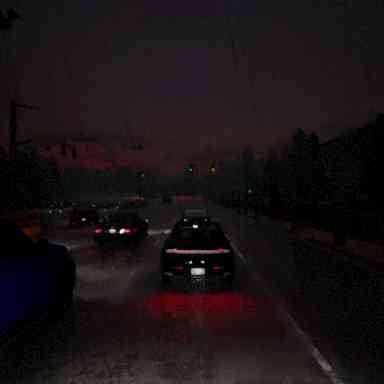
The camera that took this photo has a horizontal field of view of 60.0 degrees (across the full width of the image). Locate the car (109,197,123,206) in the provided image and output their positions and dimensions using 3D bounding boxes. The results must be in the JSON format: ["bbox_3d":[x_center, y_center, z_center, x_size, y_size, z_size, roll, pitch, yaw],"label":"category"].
[{"bbox_3d":[-17.049,2.098,75.140,2.097,1.767,4.553,0,-1,0],"label":"car"}]

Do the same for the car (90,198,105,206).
[{"bbox_3d":[-20.565,2.196,72.602,1.882,1.535,5.008,0,-1,0],"label":"car"}]

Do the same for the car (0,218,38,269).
[{"bbox_3d":[-6.846,1.670,10.525,1.994,1.385,4.181,0,0,0],"label":"car"}]

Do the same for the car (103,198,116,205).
[{"bbox_3d":[-20.501,2.297,82.821,1.882,1.535,5.008,0,-1,0],"label":"car"}]

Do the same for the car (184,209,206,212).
[{"bbox_3d":[0.223,1.825,22.447,1.895,1.301,4.718,0,-1,0],"label":"car"}]

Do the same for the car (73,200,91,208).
[{"bbox_3d":[-20.641,2.220,62.658,1.895,1.301,4.718,0,-1,1],"label":"car"}]

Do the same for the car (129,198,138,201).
[{"bbox_3d":[-13.568,2.238,72.144,1.812,1.442,4.674,0,-1,0],"label":"car"}]

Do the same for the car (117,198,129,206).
[{"bbox_3d":[-13.669,2.141,62.123,1.812,1.442,4.674,0,-1,1],"label":"car"}]

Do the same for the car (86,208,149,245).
[{"bbox_3d":[-3.314,1.712,16.458,2.033,1.411,5.357,0,-1,0],"label":"car"}]

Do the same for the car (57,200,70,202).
[{"bbox_3d":[-20.757,2.005,53.327,1.882,1.535,5.008,0,-1,2],"label":"car"}]

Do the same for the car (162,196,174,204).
[{"bbox_3d":[-6.481,2.076,85.984,2.150,2.045,5.566,0,-1,0],"label":"car"}]

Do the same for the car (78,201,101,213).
[{"bbox_3d":[-7.993,1.723,24.665,1.882,1.535,5.008,1,-1,-17],"label":"car"}]

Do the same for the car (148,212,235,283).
[{"bbox_3d":[0.148,1.593,9.936,2.128,1.511,4.902,0,0,0],"label":"car"}]

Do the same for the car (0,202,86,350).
[{"bbox_3d":[-3.377,1.266,4.253,2.150,2.045,5.566,0,-1,0],"label":"car"}]

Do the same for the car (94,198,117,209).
[{"bbox_3d":[-13.772,2.051,53.060,1.812,1.442,4.674,0,-1,1],"label":"car"}]

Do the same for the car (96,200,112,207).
[{"bbox_3d":[-17.112,2.207,65.003,1.994,1.385,4.181,0,-1,0],"label":"car"}]
